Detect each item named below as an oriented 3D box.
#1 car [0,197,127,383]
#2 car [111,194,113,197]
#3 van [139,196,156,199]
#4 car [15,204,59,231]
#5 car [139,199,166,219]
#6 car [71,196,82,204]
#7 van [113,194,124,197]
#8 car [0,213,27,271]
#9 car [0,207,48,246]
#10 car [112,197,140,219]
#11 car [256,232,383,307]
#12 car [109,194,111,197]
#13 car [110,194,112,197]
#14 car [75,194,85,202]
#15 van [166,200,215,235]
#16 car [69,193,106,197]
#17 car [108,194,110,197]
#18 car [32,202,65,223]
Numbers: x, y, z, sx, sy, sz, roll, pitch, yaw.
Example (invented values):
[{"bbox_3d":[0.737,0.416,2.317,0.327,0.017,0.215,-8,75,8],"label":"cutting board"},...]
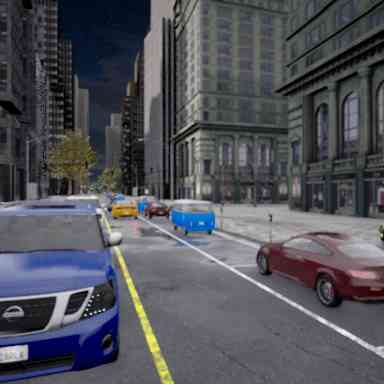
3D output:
[{"bbox_3d":[-2.524,1.222,5.882,2.150,2.045,5.566,0,0,-16],"label":"car"},{"bbox_3d":[-16.794,1.597,75.990,1.947,1.339,4.313,0,0,-16],"label":"car"},{"bbox_3d":[-4.667,1.342,34.322,1.690,1.788,3.998,0,0,-16],"label":"van"},{"bbox_3d":[-9.803,1.547,21.340,1.887,1.381,4.507,0,0,-16],"label":"car"},{"bbox_3d":[-3.126,1.545,29.016,1.887,1.381,4.507,0,0,-16],"label":"car"},{"bbox_3d":[-21.921,1.550,63.064,1.752,1.417,4.829,0,0,-16],"label":"car"},{"bbox_3d":[-15.283,1.367,70.793,1.690,1.788,3.998,0,0,-16],"label":"van"},{"bbox_3d":[-6.668,1.527,10.566,1.752,1.417,4.829,0,0,-16],"label":"car"},{"bbox_3d":[-8.259,1.547,16.035,1.887,1.381,4.507,0,0,-16],"label":"car"},{"bbox_3d":[-5.820,1.479,28.617,1.882,1.535,5.008,0,0,-16],"label":"car"},{"bbox_3d":[3.039,1.580,7.793,1.802,1.307,4.206,0,0,-16],"label":"car"},{"bbox_3d":[-19.817,1.626,86.387,1.802,1.307,4.206,0,0,-16],"label":"car"},{"bbox_3d":[-18.305,1.582,81.188,1.887,1.381,4.507,0,0,-16],"label":"car"},{"bbox_3d":[-26.392,1.355,78.468,2.192,1.841,5.009,0,0,-16],"label":"car"},{"bbox_3d":[-0.043,1.340,18.405,1.690,1.788,3.998,0,0,-16],"label":"van"},{"bbox_3d":[-6.035,1.222,18.330,2.150,2.045,5.566,0,0,-16],"label":"car"},{"bbox_3d":[-21.327,1.602,91.584,2.008,1.369,4.403,0,0,-16],"label":"car"},{"bbox_3d":[-11.346,1.548,26.645,1.887,1.381,4.507,0,0,-16],"label":"car"}]
